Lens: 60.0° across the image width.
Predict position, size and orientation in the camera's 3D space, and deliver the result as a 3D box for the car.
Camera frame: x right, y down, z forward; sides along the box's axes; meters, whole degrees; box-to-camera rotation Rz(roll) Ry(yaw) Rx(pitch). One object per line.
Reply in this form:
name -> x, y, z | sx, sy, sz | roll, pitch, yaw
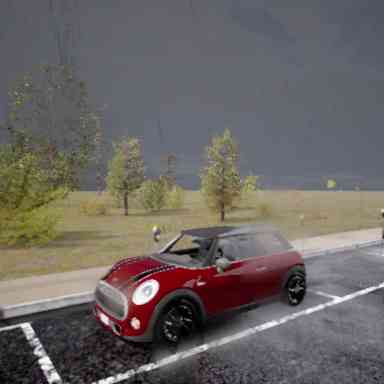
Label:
car -> 0.281, 1.415, 6.285 | 4.097, 1.590, 1.967 | 0, 1, -35
